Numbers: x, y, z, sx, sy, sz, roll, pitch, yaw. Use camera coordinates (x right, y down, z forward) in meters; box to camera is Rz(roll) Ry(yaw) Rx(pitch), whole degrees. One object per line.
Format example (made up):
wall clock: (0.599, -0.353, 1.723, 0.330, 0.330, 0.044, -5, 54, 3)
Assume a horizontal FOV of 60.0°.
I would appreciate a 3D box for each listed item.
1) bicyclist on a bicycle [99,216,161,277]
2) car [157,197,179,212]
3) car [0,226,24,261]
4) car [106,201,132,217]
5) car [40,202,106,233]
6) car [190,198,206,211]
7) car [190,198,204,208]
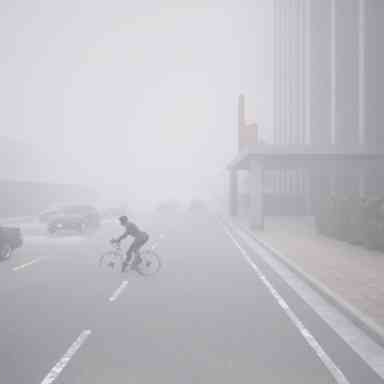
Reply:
bicyclist on a bicycle: (-1.649, 1.451, 8.803, 1.656, 1.620, 0.582, 0, 0, 1)
car: (-2.878, 1.526, 38.277, 1.812, 1.442, 4.674, 0, 0, 1)
car: (-6.978, 1.547, 9.581, 2.033, 1.411, 5.357, 0, 0, 1)
car: (-6.643, 1.526, 29.976, 1.812, 1.442, 4.674, 0, 0, 1)
car: (-6.823, 1.505, 19.701, 1.837, 1.490, 4.892, 0, 0, 1)
car: (0.678, 1.601, 40.367, 1.895, 1.301, 4.718, 0, 0, 1)
car: (0.803, 1.564, 49.126, 1.994, 1.385, 4.181, 0, 0, 1)
